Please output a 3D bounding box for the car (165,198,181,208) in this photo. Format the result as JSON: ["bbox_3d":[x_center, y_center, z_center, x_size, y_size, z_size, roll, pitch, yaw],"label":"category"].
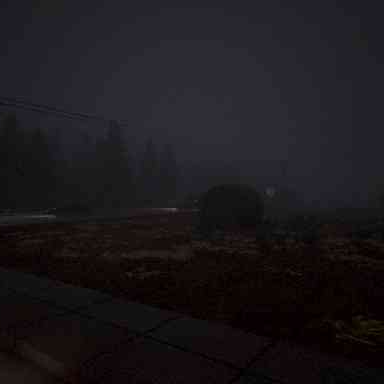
[{"bbox_3d":[-1.950,1.552,47.855,1.812,1.442,4.674,0,0,37],"label":"car"}]

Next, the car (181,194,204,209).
[{"bbox_3d":[1.364,1.248,46.191,2.150,2.045,5.566,0,0,38],"label":"car"}]

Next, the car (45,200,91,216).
[{"bbox_3d":[-12.464,1.552,33.696,1.812,1.442,4.674,0,0,36],"label":"car"}]
